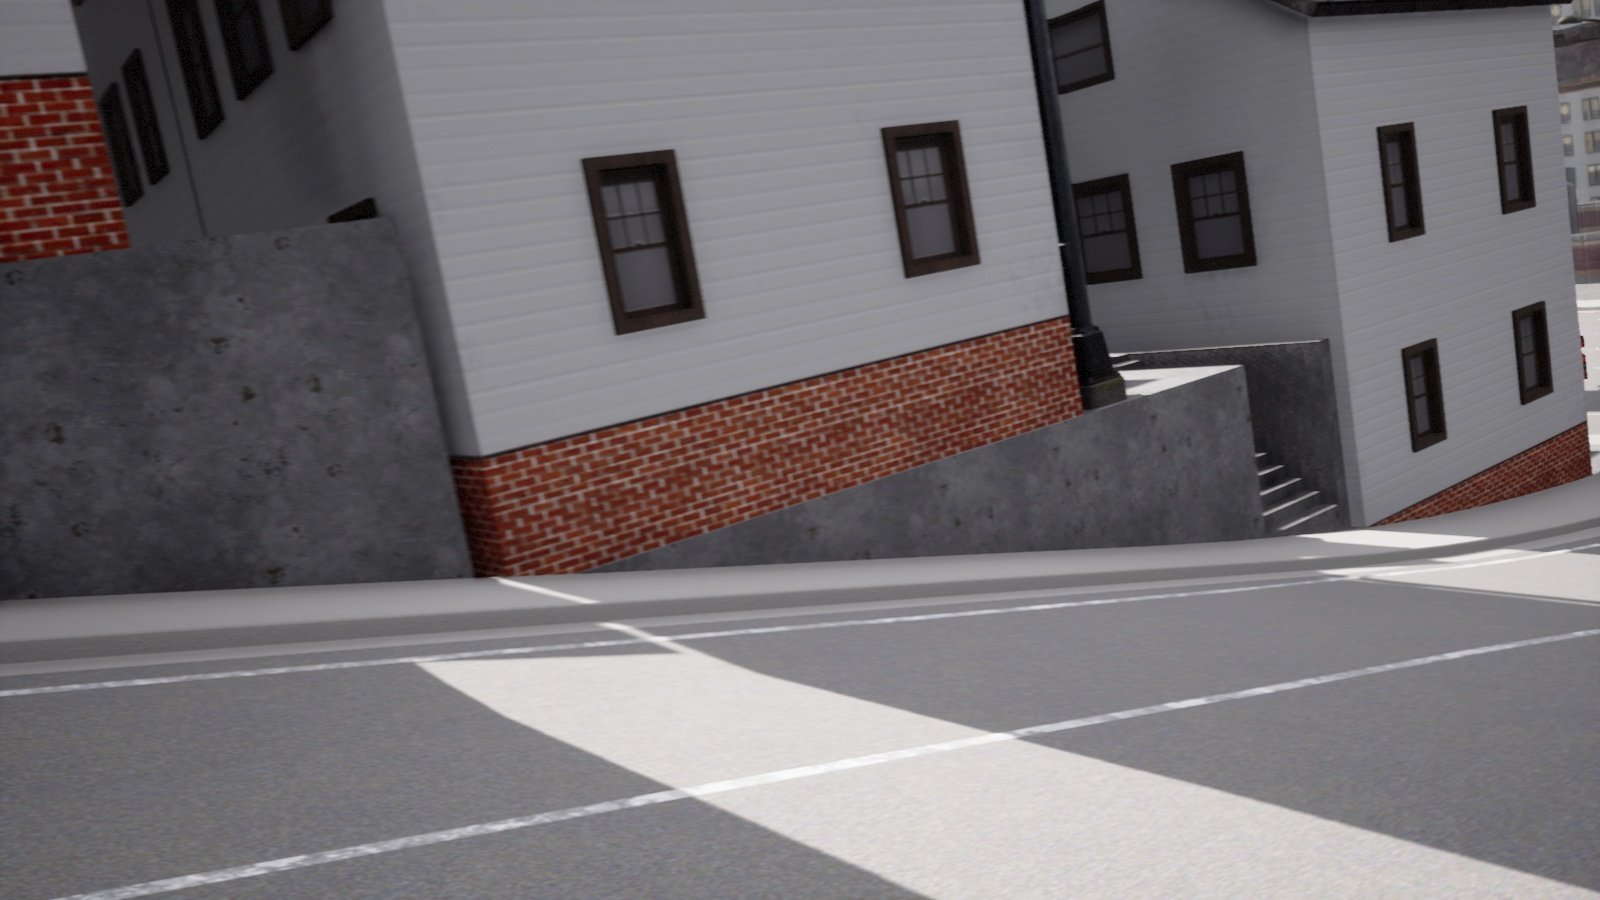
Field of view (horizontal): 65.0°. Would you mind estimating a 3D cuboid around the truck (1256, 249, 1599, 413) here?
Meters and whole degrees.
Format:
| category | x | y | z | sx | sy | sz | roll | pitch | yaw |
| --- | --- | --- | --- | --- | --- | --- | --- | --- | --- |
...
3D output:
| category | x | y | z | sx | sy | sz | roll | pitch | yaw |
| --- | --- | --- | --- | --- | --- | --- | --- | --- | --- |
| truck | 18.248 | -3.315 | 37.098 | 2.891 | 3.827 | 8.468 | -16 | 10 | -33 |
